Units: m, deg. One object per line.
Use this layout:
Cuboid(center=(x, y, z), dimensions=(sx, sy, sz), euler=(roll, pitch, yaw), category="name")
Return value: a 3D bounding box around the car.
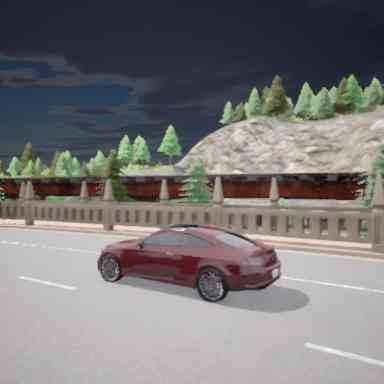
Cuboid(center=(-0.230, 1.503, 8.090), dimensions=(4.674, 1.442, 1.812), euler=(0, 0, 33), category="car")
